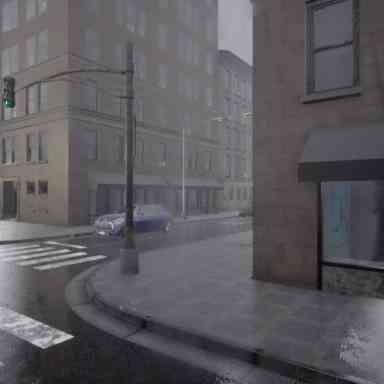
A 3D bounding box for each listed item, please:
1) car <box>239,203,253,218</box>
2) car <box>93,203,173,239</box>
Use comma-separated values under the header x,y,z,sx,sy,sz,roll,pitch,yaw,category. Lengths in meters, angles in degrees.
x,y,z,sx,sy,sz,roll,pitch,yaw,category
6.353,1.716,31.357,2.033,1.411,5.357,0,0,36,car
-3.095,1.431,18.099,2.097,1.767,4.553,0,0,36,car
